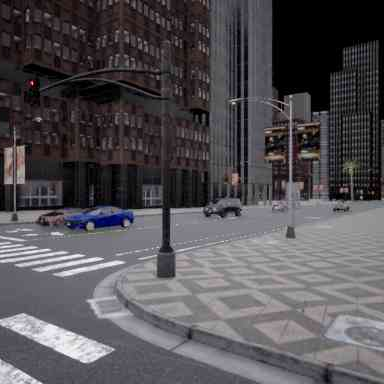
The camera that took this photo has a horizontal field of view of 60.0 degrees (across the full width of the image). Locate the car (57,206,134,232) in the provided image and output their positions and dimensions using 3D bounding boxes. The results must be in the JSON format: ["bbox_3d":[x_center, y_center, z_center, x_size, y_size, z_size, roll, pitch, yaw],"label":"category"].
[{"bbox_3d":[-6.108,1.718,22.379,1.882,1.535,5.008,0,-1,35],"label":"car"}]

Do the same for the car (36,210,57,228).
[{"bbox_3d":[-8.942,1.794,23.997,1.994,1.385,4.181,0,-1,36],"label":"car"}]

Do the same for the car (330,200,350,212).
[{"bbox_3d":[24.184,2.431,53.688,2.033,1.411,5.357,0,-1,34],"label":"car"}]

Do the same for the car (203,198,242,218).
[{"bbox_3d":[3.422,1.704,35.882,2.150,2.045,5.566,0,-1,35],"label":"car"}]

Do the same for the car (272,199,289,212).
[{"bbox_3d":[13.633,2.244,50.193,2.128,1.511,4.902,0,-1,35],"label":"car"}]
